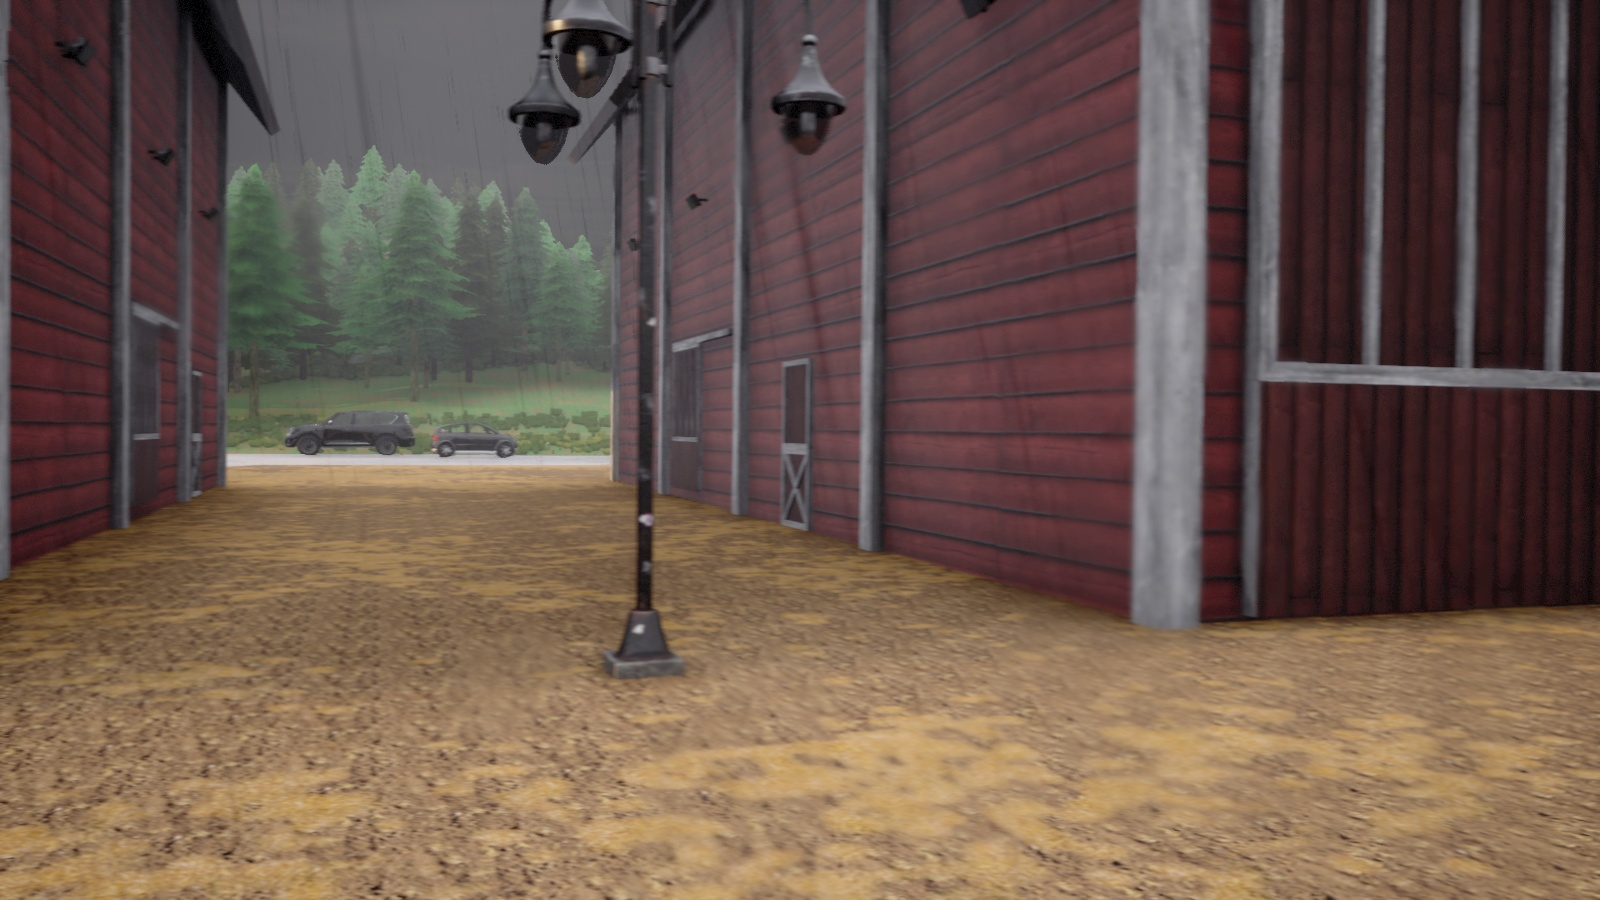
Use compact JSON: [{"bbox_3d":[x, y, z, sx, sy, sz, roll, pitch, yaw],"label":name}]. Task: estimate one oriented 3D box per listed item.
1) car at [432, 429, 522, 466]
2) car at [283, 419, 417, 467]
[{"bbox_3d":[-14.206,-0.114,55.156,3.705,1.549,1.789,-1,1,-18],"label":"car"},{"bbox_3d":[-20.294,-0.336,56.862,5.566,2.045,2.150,-1,1,-18],"label":"car"}]
